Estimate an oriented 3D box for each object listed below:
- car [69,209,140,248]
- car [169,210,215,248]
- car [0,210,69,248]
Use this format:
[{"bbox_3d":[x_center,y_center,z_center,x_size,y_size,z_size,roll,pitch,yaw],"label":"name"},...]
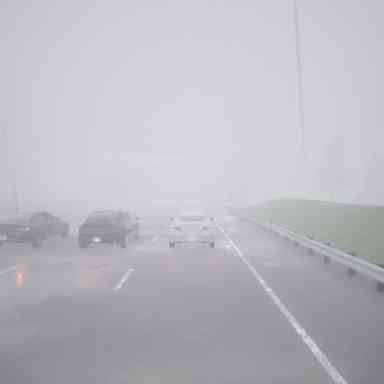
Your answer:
[{"bbox_3d":[-3.500,1.514,14.650,1.837,1.490,4.892,0,0,0],"label":"car"},{"bbox_3d":[0.000,1.528,14.650,1.812,1.442,4.674,0,0,0],"label":"car"},{"bbox_3d":[-6.999,1.530,14.650,1.812,1.442,4.674,0,0,0],"label":"car"}]
